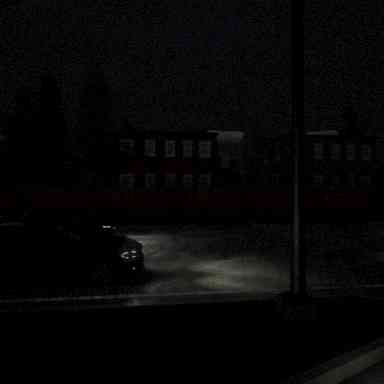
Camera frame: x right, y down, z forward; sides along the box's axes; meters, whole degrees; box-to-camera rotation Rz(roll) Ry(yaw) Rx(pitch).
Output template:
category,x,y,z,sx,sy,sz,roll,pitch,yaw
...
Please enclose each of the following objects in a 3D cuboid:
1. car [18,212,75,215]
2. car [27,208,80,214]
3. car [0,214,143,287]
category,x,y,z,sx,sy,sz,roll,pitch,yaw
car,-6.573,1.564,11.670,4.181,1.385,1.994,0,0,-8
car,-6.074,1.506,15.268,4.892,1.490,1.837,0,0,-8
car,-3.783,1.477,8.510,5.008,1.535,1.882,0,0,-8
